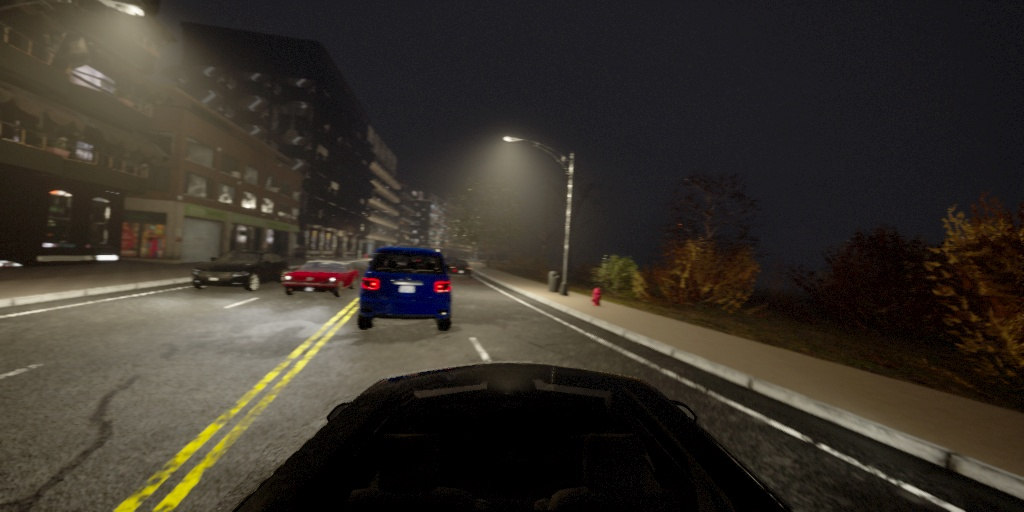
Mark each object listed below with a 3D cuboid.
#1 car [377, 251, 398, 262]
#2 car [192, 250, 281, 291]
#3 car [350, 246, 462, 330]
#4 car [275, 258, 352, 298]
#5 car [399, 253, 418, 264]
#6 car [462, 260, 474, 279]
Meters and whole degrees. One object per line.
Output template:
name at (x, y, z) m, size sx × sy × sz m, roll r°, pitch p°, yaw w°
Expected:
car at (-19.292, 0.080, 55.616) m, size 2.128 × 1.511 × 4.902 m, roll 4°, pitch 0°, yaw -8°
car at (-11.081, 0.505, 15.051) m, size 1.882 × 1.535 × 5.008 m, roll 4°, pitch 0°, yaw -14°
car at (-2.988, 0.774, 10.420) m, size 2.150 × 2.045 × 5.566 m, roll 4°, pitch 0°, yaw -15°
car at (-7.700, 0.849, 14.844) m, size 1.895 × 1.301 × 4.718 m, roll 4°, pitch 0°, yaw -14°
car at (-16.015, 0.292, 55.653) m, size 2.128 × 1.511 × 4.902 m, roll 4°, pitch 0°, yaw -8°
car at (-4.389, 1.010, 29.690) m, size 1.812 × 1.442 × 4.674 m, roll 4°, pitch 0°, yaw -13°
